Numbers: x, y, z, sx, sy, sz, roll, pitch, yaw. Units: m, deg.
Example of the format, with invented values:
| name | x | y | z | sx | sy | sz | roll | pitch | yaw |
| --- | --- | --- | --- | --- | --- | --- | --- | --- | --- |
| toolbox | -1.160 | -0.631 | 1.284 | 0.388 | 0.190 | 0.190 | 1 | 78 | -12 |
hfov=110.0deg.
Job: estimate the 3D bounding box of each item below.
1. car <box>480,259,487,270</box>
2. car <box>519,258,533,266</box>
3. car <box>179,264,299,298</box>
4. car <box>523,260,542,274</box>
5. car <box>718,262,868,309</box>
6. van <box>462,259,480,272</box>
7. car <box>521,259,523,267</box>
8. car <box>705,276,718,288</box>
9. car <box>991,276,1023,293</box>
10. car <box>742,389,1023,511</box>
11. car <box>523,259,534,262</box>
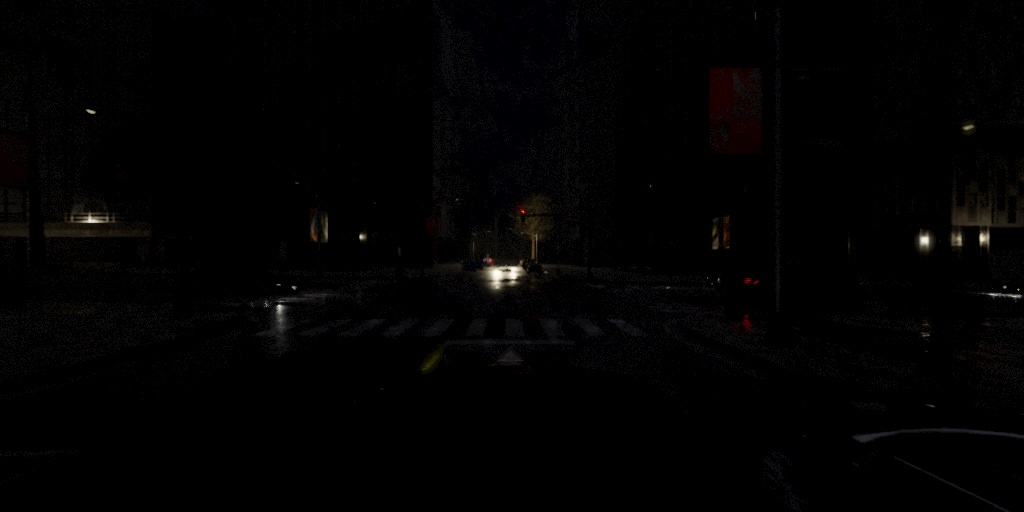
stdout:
| name | x | y | z | sx | sy | sz | roll | pitch | yaw |
| --- | --- | --- | --- | --- | --- | --- | --- | --- | --- |
| car | -5.729 | 1.572 | 59.998 | 1.948 | 1.339 | 4.313 | 0 | 0 | 0 |
| car | 2.796 | 1.319 | 59.969 | 2.192 | 1.841 | 5.009 | 0 | 0 | 0 |
| car | -12.631 | 1.170 | 16.780 | 4.892 | 1.490 | 1.837 | 1 | 0 | 0 |
| car | 2.734 | 1.480 | 43.431 | 2.007 | 1.370 | 4.403 | 0 | 0 | 0 |
| car | 13.197 | 1.320 | 16.834 | 5.566 | 2.045 | 2.150 | 1 | 0 | 0 |
| van | -5.770 | 1.297 | 48.974 | 1.690 | 1.789 | 3.998 | 0 | 0 | 0 |
| car | 2.775 | 1.530 | 54.457 | 2.007 | 1.370 | 4.403 | 0 | 0 | 0 |
| car | 17.103 | 1.804 | 26.690 | 4.718 | 1.301 | 1.895 | 1 | 0 | 0 |
| car | 38.727 | 2.173 | 26.715 | 4.181 | 1.385 | 1.994 | 1 | 0 | 0 |
| car | 2.768 | 1.298 | 1.248 | 2.007 | 1.370 | 4.403 | 0 | 0 | 0 |
| car | 2.755 | 1.480 | 49.114 | 1.751 | 1.417 | 4.829 | 0 | 0 | 0 |
